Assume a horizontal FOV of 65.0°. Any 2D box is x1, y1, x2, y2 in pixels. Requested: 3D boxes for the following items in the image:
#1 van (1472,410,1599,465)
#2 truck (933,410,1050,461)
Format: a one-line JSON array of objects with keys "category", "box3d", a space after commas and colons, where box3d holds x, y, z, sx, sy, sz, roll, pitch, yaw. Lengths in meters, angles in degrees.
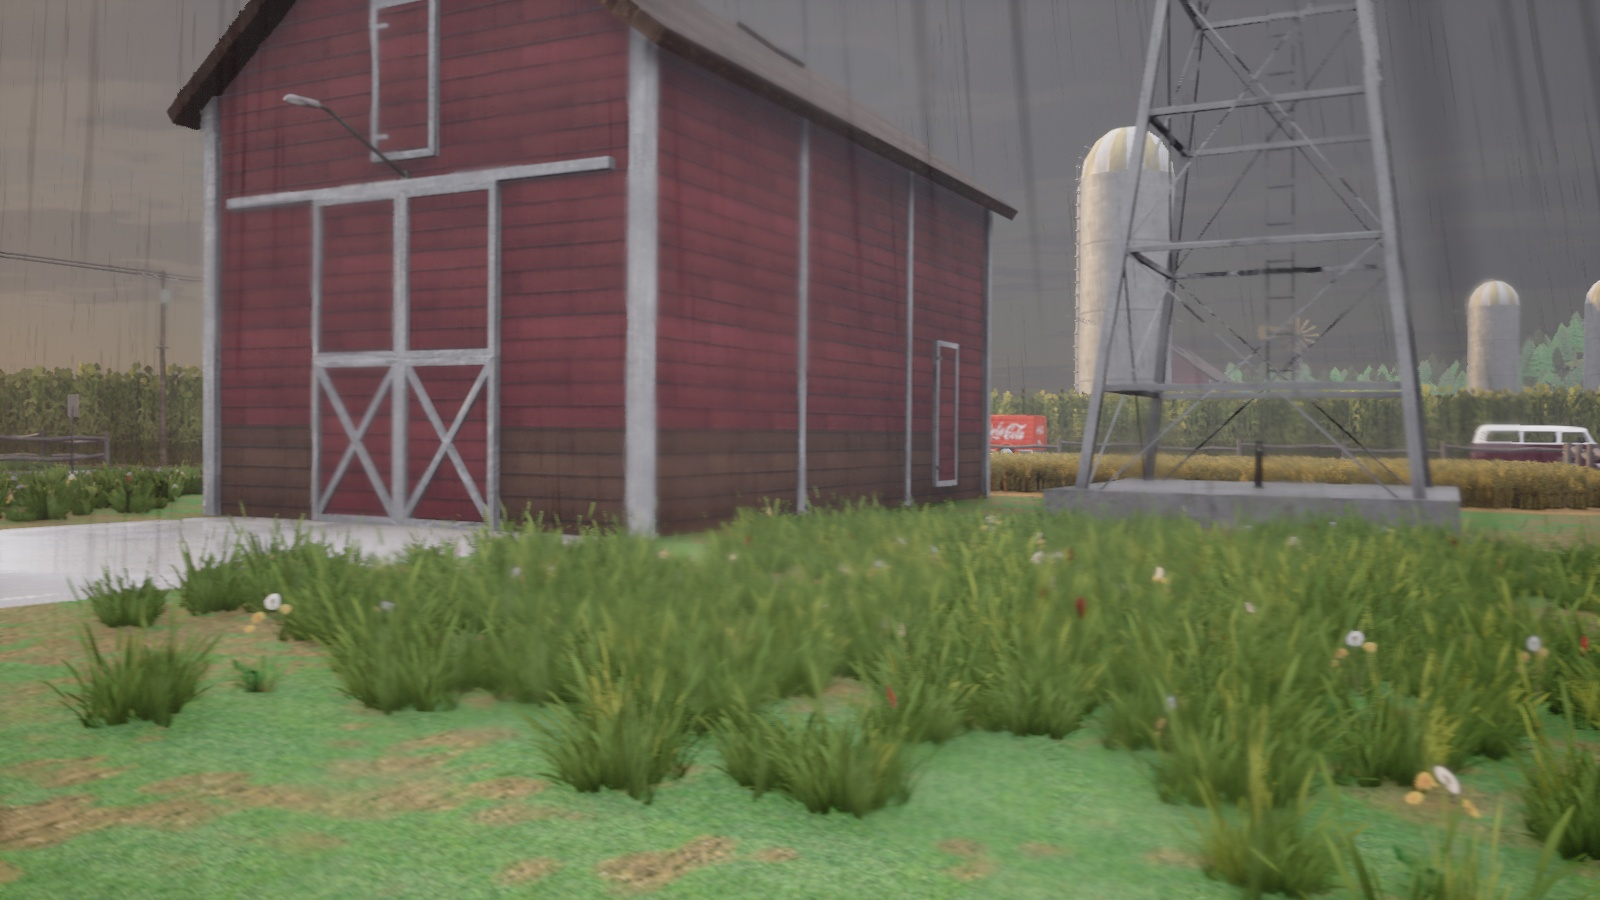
[{"category": "van", "box3d": [28.941, -0.477, 49.321, 4.480, 2.038, 2.069, -1, 1, 28]}, {"category": "truck", "box3d": [9.604, -0.703, 63.091, 5.204, 2.467, 2.627, 0, 1, 28]}]
